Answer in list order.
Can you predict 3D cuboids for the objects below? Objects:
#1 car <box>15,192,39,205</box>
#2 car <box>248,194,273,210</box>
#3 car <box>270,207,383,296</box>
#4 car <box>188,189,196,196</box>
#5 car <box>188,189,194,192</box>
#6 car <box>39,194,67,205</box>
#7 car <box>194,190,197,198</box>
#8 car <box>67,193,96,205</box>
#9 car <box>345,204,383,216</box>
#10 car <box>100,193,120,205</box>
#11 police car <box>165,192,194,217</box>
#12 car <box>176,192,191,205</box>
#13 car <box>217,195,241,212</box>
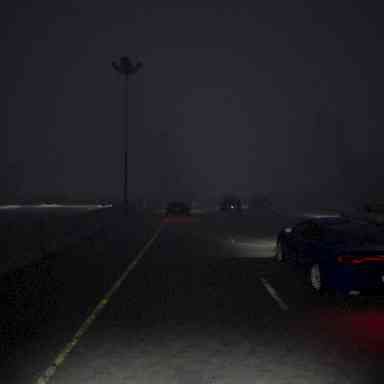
[{"bbox_3d":[-21.049,0.828,43.199,2.128,1.511,4.902,0,1,0],"label":"car"},{"bbox_3d":[7.100,0.967,34.868,1.882,1.535,5.008,0,1,0],"label":"car"},{"bbox_3d":[3.600,1.395,8.548,1.882,1.535,5.008,0,1,0],"label":"car"},{"bbox_3d":[0.000,0.136,77.730,1.812,1.442,4.674,0,1,0],"label":"car"},{"bbox_3d":[-1.051,0.806,36.779,2.097,1.767,4.553,0,1,0],"label":"car"},{"bbox_3d":[-17.552,0.901,43.176,1.994,1.385,4.181,0,1,0],"label":"car"},{"bbox_3d":[0.003,0.558,63.755,1.895,1.301,4.718,0,1,0],"label":"car"},{"bbox_3d":[-14.054,0.814,43.238,1.882,1.535,5.008,0,1,0],"label":"car"},{"bbox_3d":[10.600,1.364,19.761,1.895,1.301,4.718,0,1,0],"label":"car"},{"bbox_3d":[-10.553,0.862,43.205,1.812,1.442,4.674,0,1,0],"label":"car"},{"bbox_3d":[-1.050,1.062,26.901,1.930,1.638,5.238,0,1,0],"label":"police car"},{"bbox_3d":[-1.050,0.795,43.011,1.801,1.575,5.366,0,1,0],"label":"car"},{"bbox_3d":[3.600,1.046,32.179,1.837,1.490,4.892,0,1,0],"label":"car"}]
